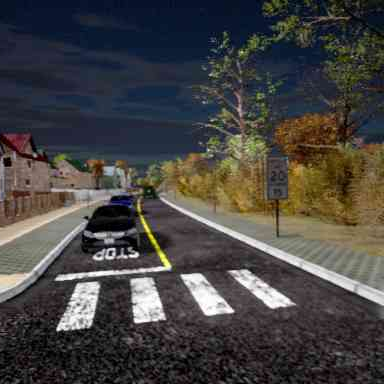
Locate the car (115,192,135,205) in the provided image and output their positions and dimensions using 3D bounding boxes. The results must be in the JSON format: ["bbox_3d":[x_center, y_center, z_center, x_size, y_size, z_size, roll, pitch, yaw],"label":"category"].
[{"bbox_3d":[-7.832,0.724,39.281,1.994,1.385,4.181,-2,1,-9],"label":"car"}]

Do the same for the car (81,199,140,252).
[{"bbox_3d":[-3.002,1.224,12.684,1.812,1.442,4.674,-2,2,-10],"label":"car"}]

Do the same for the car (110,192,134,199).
[{"bbox_3d":[-5.393,0.963,24.947,1.812,1.442,4.674,-2,2,-10],"label":"car"}]

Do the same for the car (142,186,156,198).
[{"bbox_3d":[-7.265,-0.024,56.298,2.150,2.045,5.566,-2,1,-7],"label":"car"}]
